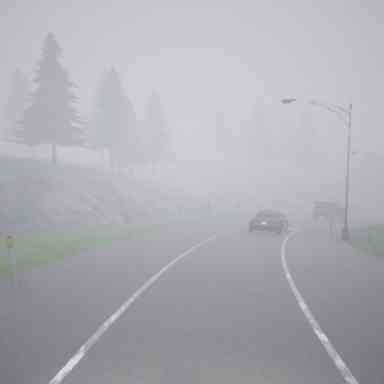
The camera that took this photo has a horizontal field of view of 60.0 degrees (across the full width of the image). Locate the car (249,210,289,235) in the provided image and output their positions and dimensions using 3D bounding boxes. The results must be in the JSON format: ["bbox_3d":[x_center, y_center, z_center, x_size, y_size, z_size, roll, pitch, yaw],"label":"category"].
[{"bbox_3d":[5.014,1.850,21.427,1.994,1.385,4.181,2,-1,23],"label":"car"}]

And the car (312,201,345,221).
[{"bbox_3d":[15.547,2.132,37.424,2.150,2.045,5.566,4,1,43],"label":"car"}]
